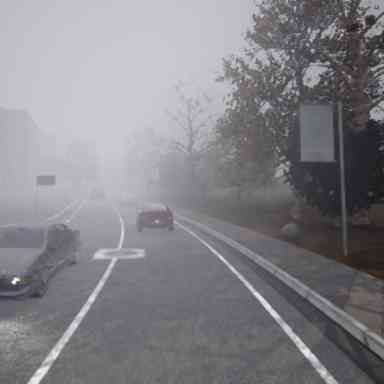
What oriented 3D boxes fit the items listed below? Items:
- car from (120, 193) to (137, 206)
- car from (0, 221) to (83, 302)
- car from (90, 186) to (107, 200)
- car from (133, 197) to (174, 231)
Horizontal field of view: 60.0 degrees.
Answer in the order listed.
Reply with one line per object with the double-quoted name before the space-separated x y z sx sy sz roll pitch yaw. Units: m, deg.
"car" -7.499 0.842 39.841 1.812 1.442 4.674 1 1 -15
"car" -4.190 1.500 8.542 2.033 1.411 5.357 0 1 -6
"car" -14.303 0.169 50.773 2.150 2.045 5.566 1 1 -15
"car" -2.267 1.302 19.362 1.882 1.535 5.008 1 1 -12
